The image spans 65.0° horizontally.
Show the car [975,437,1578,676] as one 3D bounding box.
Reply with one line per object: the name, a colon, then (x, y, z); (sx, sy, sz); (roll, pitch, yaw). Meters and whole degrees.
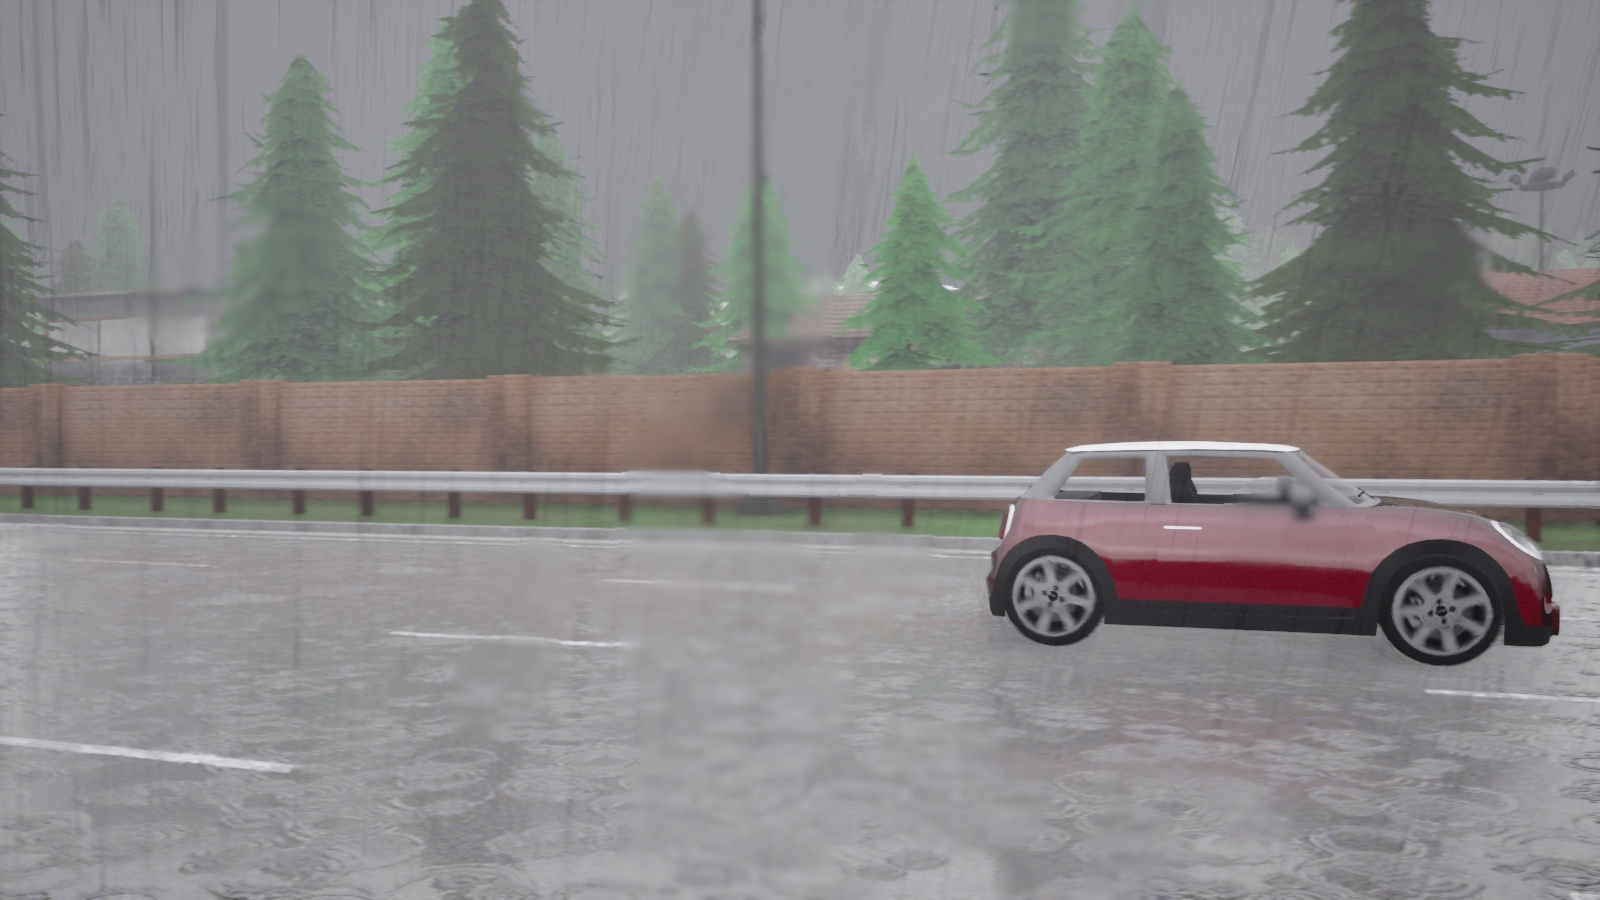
car: (3.393, 0.654, 9.436); (3.806, 1.475, 1.970); (1, 1, 19)
